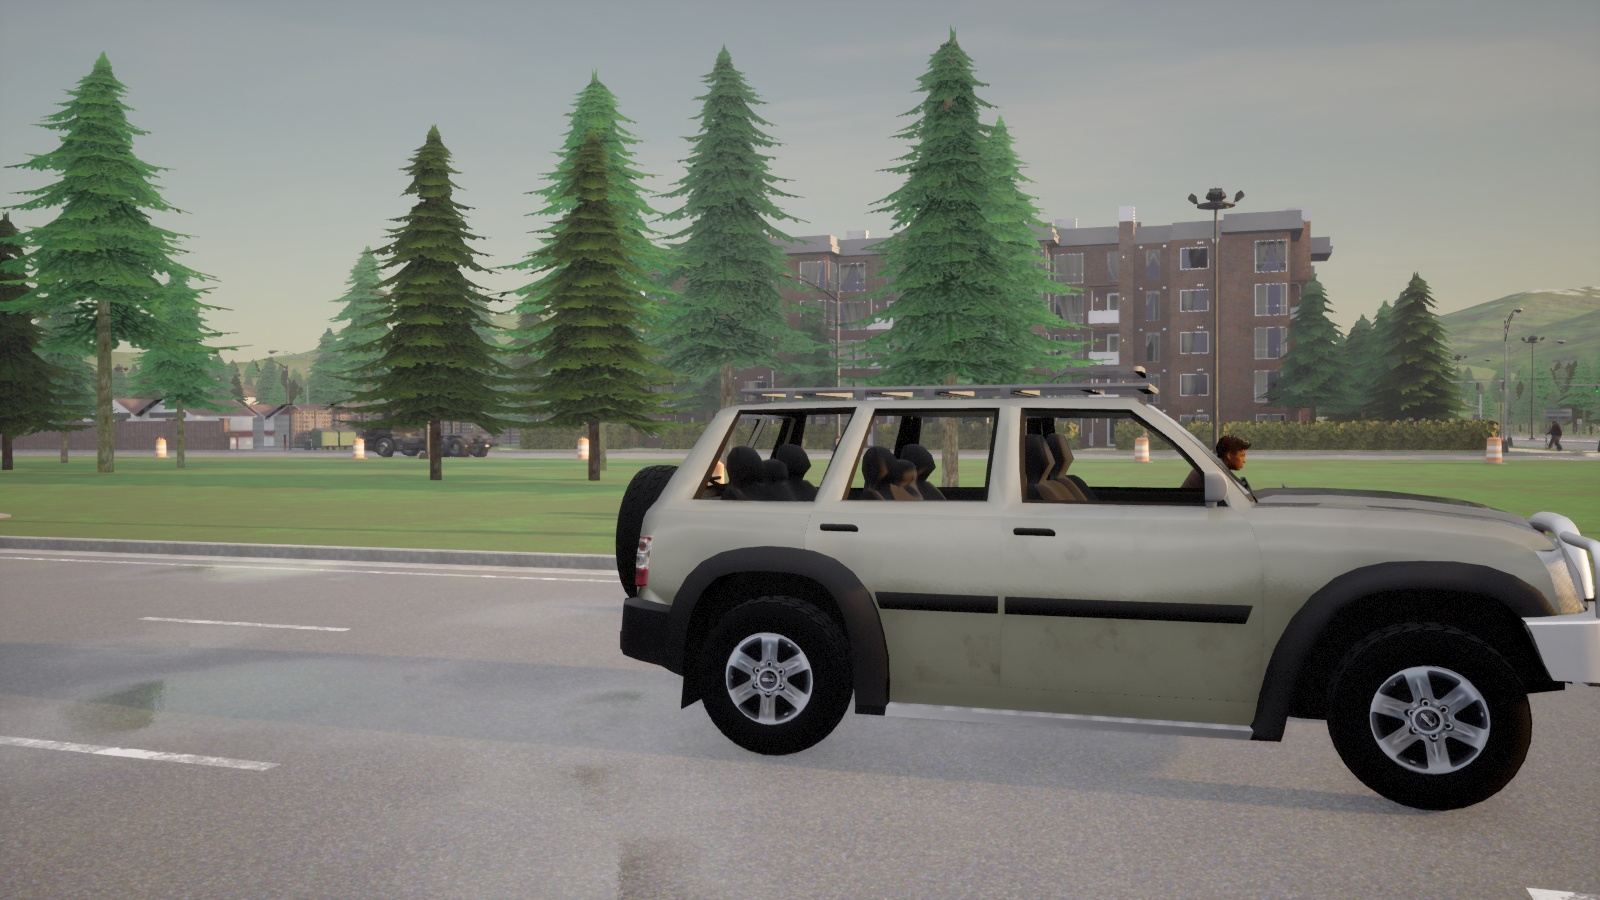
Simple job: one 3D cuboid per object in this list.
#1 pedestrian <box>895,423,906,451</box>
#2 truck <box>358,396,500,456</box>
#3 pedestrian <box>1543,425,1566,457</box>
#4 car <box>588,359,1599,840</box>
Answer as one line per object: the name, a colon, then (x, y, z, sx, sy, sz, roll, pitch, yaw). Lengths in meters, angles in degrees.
pedestrian: (6.784, -0.876, 84.772, 0.726, 1.835, 0.370, 1, 1, 19)
truck: (-22.342, -1.450, 75.631, 7.936, 3.462, 2.891, 1, 1, 19)
pedestrian: (43.149, -0.523, 71.830, 0.899, 1.844, 0.634, 0, 1, 1)
car: (1.444, 0.546, 6.396, 4.605, 1.855, 1.932, 1, 1, 18)
